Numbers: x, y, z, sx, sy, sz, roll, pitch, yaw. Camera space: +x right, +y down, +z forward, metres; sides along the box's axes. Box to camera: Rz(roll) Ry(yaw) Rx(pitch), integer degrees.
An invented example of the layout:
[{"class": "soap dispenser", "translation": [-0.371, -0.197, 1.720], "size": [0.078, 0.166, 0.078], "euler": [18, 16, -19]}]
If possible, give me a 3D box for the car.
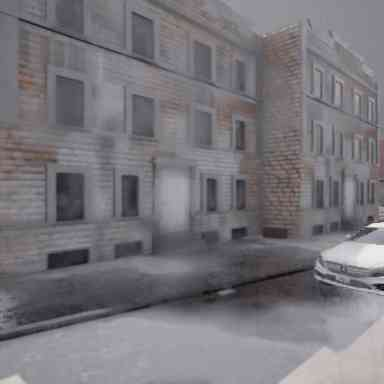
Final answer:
[{"class": "car", "translation": [4.976, 1.496, 8.152], "size": [4.674, 1.442, 1.812], "euler": [0, 0, -35]}]
